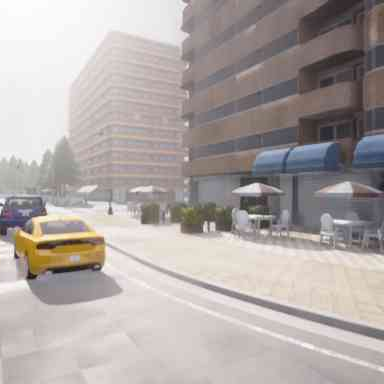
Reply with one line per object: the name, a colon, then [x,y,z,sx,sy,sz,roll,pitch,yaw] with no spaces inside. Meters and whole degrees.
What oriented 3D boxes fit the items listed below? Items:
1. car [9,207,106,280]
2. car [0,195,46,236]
car: [-4.195,1.448,10.116,1.882,1.535,5.008,0,0,-33]
car: [-9.379,1.164,18.539,2.150,2.045,5.566,0,0,-29]
